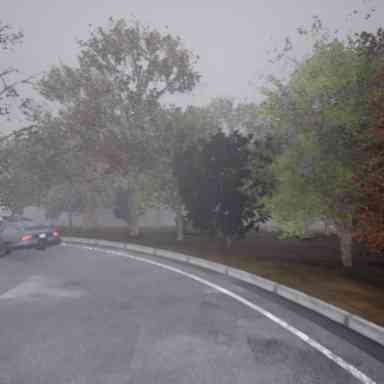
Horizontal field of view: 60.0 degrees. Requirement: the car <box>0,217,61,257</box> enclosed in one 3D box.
[{"bbox_3d":[-7.838,1.735,13.775,5.357,1.411,2.033,-1,-1,29],"label":"car"}]
